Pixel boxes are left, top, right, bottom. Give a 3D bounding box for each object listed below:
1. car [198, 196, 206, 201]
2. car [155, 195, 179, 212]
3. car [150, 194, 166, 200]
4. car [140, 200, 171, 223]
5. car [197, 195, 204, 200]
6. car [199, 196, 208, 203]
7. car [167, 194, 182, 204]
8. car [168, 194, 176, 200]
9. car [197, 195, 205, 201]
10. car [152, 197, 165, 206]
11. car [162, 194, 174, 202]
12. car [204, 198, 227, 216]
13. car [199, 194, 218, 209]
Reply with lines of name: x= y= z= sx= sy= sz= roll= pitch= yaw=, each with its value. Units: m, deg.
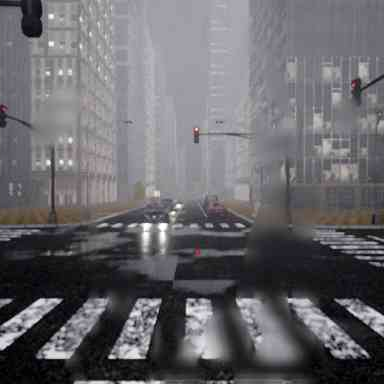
car: x=2.387 y=1.562 z=82.034 sx=1.802 sy=1.307 sz=4.206 roll=-1 pitch=0 yaw=0
car: x=-2.928 y=1.500 z=39.634 sx=1.837 sy=1.490 sz=4.892 roll=0 pitch=0 yaw=0
car: x=-5.427 y=1.435 z=48.846 sx=1.967 sy=1.590 sz=4.097 roll=-1 pitch=0 yaw=0
car: x=-2.764 y=1.562 z=25.208 sx=1.994 sy=1.385 sz=4.181 roll=0 pitch=0 yaw=-4
car: x=2.364 y=1.519 z=93.083 sx=1.887 sy=1.381 sz=4.507 roll=-1 pitch=0 yaw=0
car: x=2.409 y=1.530 z=70.985 sx=1.887 sy=1.381 sz=4.507 roll=-1 pitch=0 yaw=0
car: x=-2.910 y=1.482 z=61.359 sx=2.128 sy=1.511 sz=4.902 roll=0 pitch=0 yaw=0
car: x=-5.518 y=1.414 z=93.042 sx=1.967 sy=1.590 sz=4.097 roll=-1 pitch=0 yaw=0
car: x=2.375 y=1.502 z=87.728 sx=1.752 sy=1.417 sz=4.829 roll=-1 pitch=0 yaw=0
car: x=-5.437 y=1.575 z=54.370 sx=1.802 sy=1.307 sz=4.206 roll=-1 pitch=0 yaw=0
car: x=-5.486 y=1.298 z=76.468 sx=2.192 sy=1.841 sz=5.009 roll=-1 pitch=0 yaw=0
car: x=2.456 y=1.580 z=32.313 sx=1.802 sy=1.307 sz=4.206 roll=-1 pitch=0 yaw=0
car: x=2.450 y=1.311 z=43.362 sx=2.192 sy=1.841 sz=5.009 roll=-1 pitch=0 yaw=0
